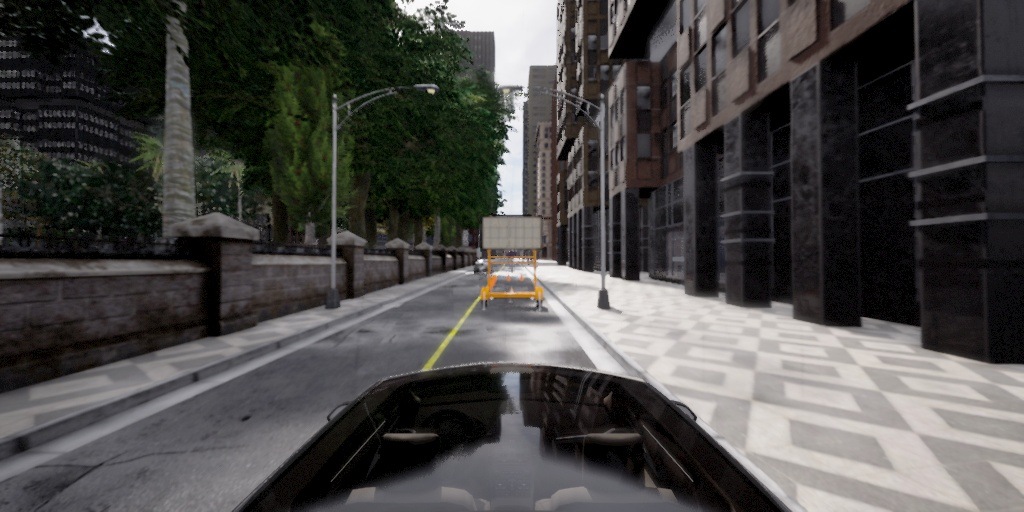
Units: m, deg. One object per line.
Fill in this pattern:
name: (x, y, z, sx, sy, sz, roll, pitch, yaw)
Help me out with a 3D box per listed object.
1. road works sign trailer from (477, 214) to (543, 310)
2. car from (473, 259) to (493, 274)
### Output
road works sign trailer: (0.001, 0.154, 14.261, 2.380, 3.560, 2.880, 0, 0, 0)
car: (-3.088, 1.090, 38.883, 2.128, 1.511, 4.902, 0, 0, 0)
